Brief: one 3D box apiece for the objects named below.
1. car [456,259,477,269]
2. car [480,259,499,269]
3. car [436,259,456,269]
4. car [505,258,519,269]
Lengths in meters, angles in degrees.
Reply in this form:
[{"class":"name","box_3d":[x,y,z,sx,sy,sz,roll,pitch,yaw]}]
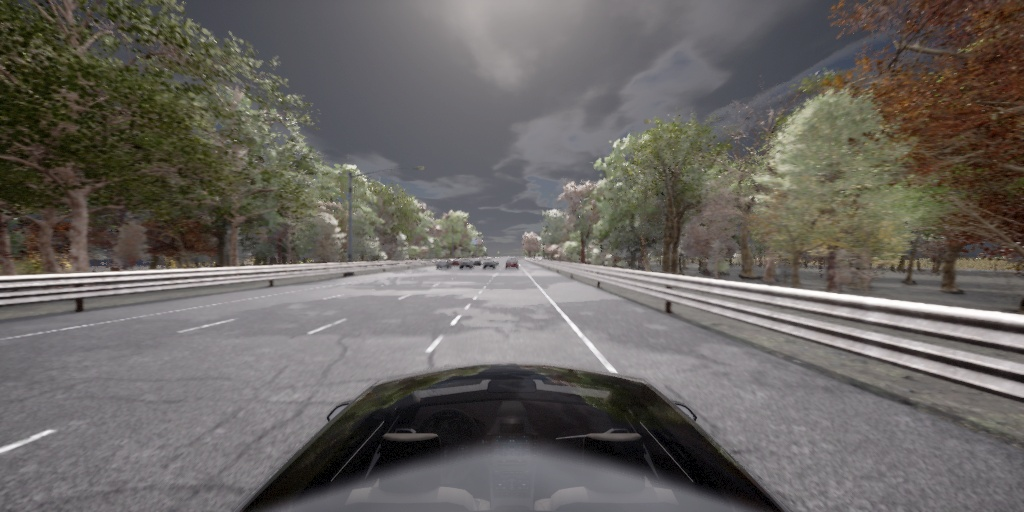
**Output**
[{"class":"car","box_3d":[-7.004,1.294,55.854,1.837,1.490,4.892,0,0,0]},{"class":"car","box_3d":[-3.504,1.294,55.854,1.837,1.490,4.892,0,0,0]},{"class":"car","box_3d":[-10.504,1.278,55.854,2.128,1.511,4.902,0,0,0]},{"class":"car","box_3d":[-0.005,1.137,56.241,2.097,1.767,4.553,0,0,0]}]
